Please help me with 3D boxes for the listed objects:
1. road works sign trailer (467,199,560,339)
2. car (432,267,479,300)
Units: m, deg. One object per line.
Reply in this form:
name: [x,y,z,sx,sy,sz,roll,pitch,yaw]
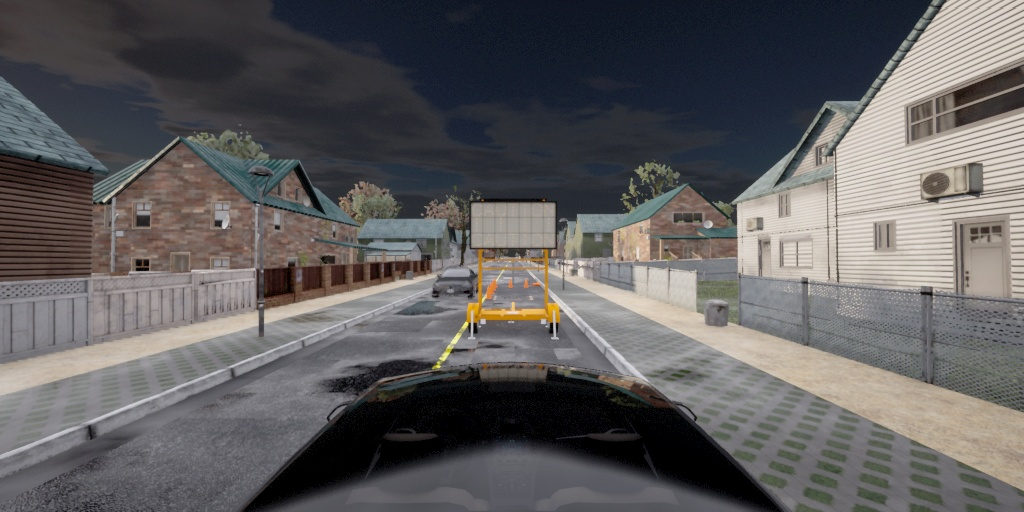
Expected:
road works sign trailer: [0.035,0.217,10.013,2.380,3.560,2.880,0,0,0]
car: [-2.685,1.280,17.989,1.812,1.442,4.674,0,0,0]
